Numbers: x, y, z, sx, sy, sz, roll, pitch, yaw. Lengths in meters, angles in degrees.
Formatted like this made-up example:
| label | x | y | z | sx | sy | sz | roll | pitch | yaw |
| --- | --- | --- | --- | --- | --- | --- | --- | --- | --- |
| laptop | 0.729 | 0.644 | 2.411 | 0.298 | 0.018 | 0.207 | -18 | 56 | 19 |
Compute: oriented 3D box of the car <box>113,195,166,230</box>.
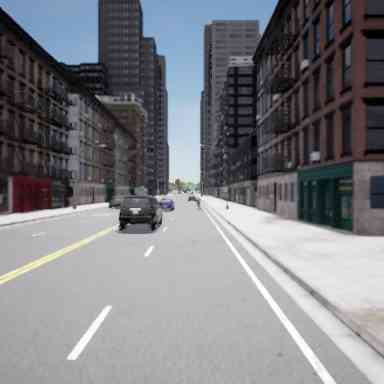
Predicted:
| label | x | y | z | sx | sy | sz | roll | pitch | yaw |
| --- | --- | --- | --- | --- | --- | --- | --- | --- | --- |
| car | -3.148 | 1.223 | 21.178 | 2.150 | 2.045 | 5.566 | 0 | 0 | 0 |

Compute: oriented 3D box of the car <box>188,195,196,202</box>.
| label | x | y | z | sx | sy | sz | roll | pitch | yaw |
| --- | --- | --- | --- | --- | --- | --- | --- | --- | --- |
| car | 0.003 | 1.517 | 78.696 | 1.837 | 1.490 | 4.892 | 0 | 0 | 0 |

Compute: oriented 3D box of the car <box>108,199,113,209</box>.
| label | x | y | z | sx | sy | sz | roll | pitch | yaw |
| --- | --- | --- | --- | --- | --- | --- | --- | --- | --- |
| car | -9.822 | 1.484 | 44.584 | 1.882 | 1.535 | 5.008 | 0 | 0 | 0 |

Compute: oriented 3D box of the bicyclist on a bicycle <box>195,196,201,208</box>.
| label | x | y | z | sx | sy | sz | roll | pitch | yaw |
| --- | --- | --- | --- | --- | --- | --- | --- | --- | --- |
| bicyclist on a bicycle | 0.896 | 1.458 | 42.824 | 0.582 | 1.620 | 1.656 | 0 | 0 | 0 |

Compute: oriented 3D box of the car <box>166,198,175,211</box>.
| label | x | y | z | sx | sy | sz | roll | pitch | yaw |
| --- | --- | --- | --- | --- | --- | --- | --- | --- | --- |
| car | -3.148 | 1.530 | 41.516 | 1.812 | 1.442 | 4.674 | 0 | 0 | 0 |

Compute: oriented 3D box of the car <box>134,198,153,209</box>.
| label | x | y | z | sx | sy | sz | roll | pitch | yaw |
| --- | --- | --- | --- | --- | --- | --- | --- | --- | --- |
| car | -6.568 | 1.570 | 45.492 | 1.994 | 1.385 | 4.181 | 0 | 0 | 0 |

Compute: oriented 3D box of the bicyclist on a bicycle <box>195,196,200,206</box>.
| label | x | y | z | sx | sy | sz | roll | pitch | yaw |
| --- | --- | --- | --- | --- | --- | --- | --- | --- | --- |
| bicyclist on a bicycle | 0.885 | 1.446 | 53.167 | 0.866 | 1.612 | 1.509 | 0 | -1 | 0 |
